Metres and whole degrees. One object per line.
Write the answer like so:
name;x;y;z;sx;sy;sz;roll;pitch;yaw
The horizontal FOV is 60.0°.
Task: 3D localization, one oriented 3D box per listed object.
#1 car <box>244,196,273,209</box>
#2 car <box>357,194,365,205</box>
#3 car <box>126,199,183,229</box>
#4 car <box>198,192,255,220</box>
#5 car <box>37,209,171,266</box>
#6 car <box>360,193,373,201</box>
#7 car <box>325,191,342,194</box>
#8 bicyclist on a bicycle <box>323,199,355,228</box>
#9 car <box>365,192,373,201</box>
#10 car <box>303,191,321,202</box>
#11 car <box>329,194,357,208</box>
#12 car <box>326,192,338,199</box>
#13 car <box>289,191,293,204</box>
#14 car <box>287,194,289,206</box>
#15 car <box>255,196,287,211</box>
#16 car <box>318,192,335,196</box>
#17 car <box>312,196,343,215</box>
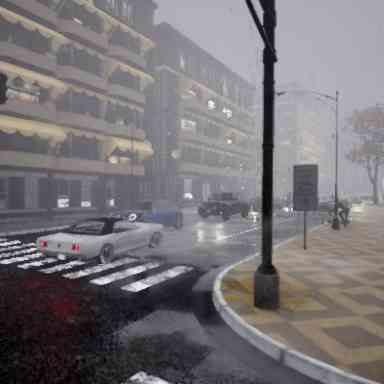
car;7.973;1.216;39.481;1.947;1.339;4.313;2;1;32
car;24.030;1.134;49.344;1.752;1.417;4.829;2;1;32
car;-2.459;1.200;17.926;2.097;1.767;4.553;1;1;34
car;2.661;0.998;26.111;2.150;2.045;5.566;1;1;33
car;-2.808;1.531;11.572;1.895;1.301;4.718;0;1;25
car;35.755;1.006;68.086;2.008;1.369;4.403;2;1;32
car;21.910;1.086;51.049;1.837;1.490;4.892;1;1;32
bicyclist on a bicycle;8.110;1.186;18.358;1.656;1.620;0.582;0;0;32
car;32.802;1.044;63.365;2.008;1.369;4.403;2;1;32
car;22.748;0.769;63.084;2.192;1.841;5.009;2;1;32
car;18.031;1.239;39.757;2.008;1.369;4.403;2;1;32
car;34.559;0.845;81.974;1.887;1.381;4.507;2;1;32
car;14.129;0.846;44.331;2.150;2.045;5.566;1;0;33
car;10.927;1.161;44.202;2.008;1.369;4.403;2;1;32
car;8.055;1.229;34.729;1.812;1.442;4.674;1;1;32
car;16.446;1.133;42.220;1.882;1.535;5.008;1;1;32
car;12.123;1.319;30.313;2.008;1.369;4.403;2;1;32
